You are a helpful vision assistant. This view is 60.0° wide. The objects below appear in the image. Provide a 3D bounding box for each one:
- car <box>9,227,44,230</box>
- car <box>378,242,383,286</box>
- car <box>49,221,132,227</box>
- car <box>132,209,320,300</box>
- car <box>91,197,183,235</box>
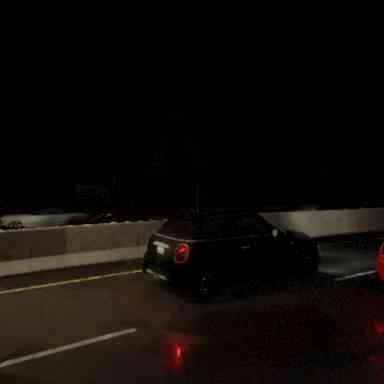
[{"bbox_3d":[-8.534,1.503,19.117,4.718,1.301,1.895,-1,1,-33],"label":"car"},{"bbox_3d":[6.276,1.229,7.377,4.553,1.767,2.097,-1,1,-30],"label":"car"},{"bbox_3d":[-3.441,1.429,14.063,4.674,1.442,1.812,-1,1,-31],"label":"car"},{"bbox_3d":[1.110,1.266,8.402,4.553,1.767,2.097,-1,1,-32],"label":"car"},{"bbox_3d":[-2.991,1.212,18.389,4.553,1.767,2.097,-1,1,-30],"label":"car"}]
